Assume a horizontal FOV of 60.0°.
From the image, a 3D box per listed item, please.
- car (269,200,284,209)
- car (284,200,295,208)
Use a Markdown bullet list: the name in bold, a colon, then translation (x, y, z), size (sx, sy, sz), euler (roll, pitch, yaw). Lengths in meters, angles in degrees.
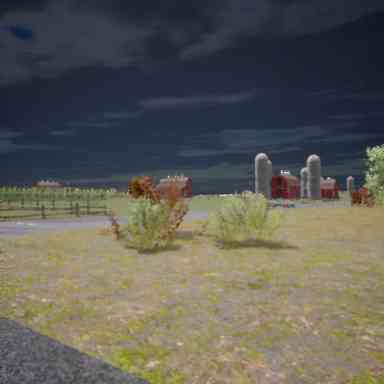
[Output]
- **car**: translation (12.672, 2.016, 53.929), size (1.837, 1.490, 4.892), euler (-1, -1, 36)
- **car**: translation (17.163, 2.161, 60.231), size (1.994, 1.385, 4.181), euler (-1, -1, 36)
